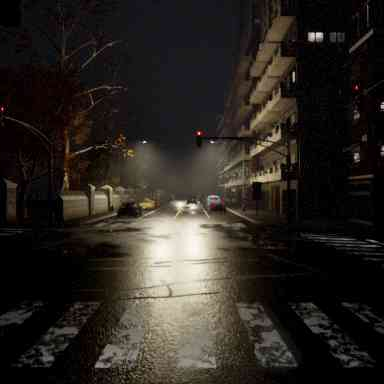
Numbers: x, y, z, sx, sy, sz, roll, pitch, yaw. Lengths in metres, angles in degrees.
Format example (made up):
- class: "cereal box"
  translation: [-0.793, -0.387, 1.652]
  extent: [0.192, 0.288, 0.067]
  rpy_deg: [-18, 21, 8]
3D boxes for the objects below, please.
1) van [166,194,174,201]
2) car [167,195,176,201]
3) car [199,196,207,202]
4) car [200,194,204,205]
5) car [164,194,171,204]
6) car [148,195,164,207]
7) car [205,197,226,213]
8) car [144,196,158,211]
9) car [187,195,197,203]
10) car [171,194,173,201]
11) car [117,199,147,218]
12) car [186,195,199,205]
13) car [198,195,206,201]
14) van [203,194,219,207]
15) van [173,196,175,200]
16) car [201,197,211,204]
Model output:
- class: "van"
  translation: [-5.690, 1.445, 87.127]
  extent: [1.690, 1.788, 3.998]
  rpy_deg: [0, 0, 0]
- class: "car"
  translation: [-5.690, 1.669, 92.757]
  extent: [2.008, 1.369, 4.403]
  rpy_deg: [0, 0, 0]
- class: "car"
  translation: [2.690, 1.635, 81.497]
  extent: [1.887, 1.381, 4.507]
  rpy_deg: [0, 0, 0]
- class: "car"
  translation: [2.692, 1.480, 53.347]
  extent: [1.967, 1.590, 4.097]
  rpy_deg: [0, 0, 0]
- class: "car"
  translation: [-5.689, 1.498, 64.608]
  extent: [1.967, 1.590, 4.097]
  rpy_deg: [0, 0, 0]
- class: "car"
  translation: [-5.688, 1.347, 47.717]
  extent: [2.192, 1.841, 5.009]
  rpy_deg: [0, 0, 0]
- class: "car"
  translation: [2.692, 1.564, 36.456]
  extent: [1.887, 1.381, 4.507]
  rpy_deg: [0, 0, 0]
- class: "car"
  translation: [-5.688, 1.550, 41.917]
  extent: [1.752, 1.417, 4.829]
  rpy_deg: [0, 0, 0]
- class: "car"
  translation: [0.000, 1.444, 69.961]
  extent: [1.837, 1.490, 4.892]
  rpy_deg: [0, 0, 0]
- class: "car"
  translation: [-5.689, 1.508, 70.237]
  extent: [1.967, 1.590, 4.097]
  rpy_deg: [0, 0, 0]
- class: "car"
  translation: [-5.688, 1.580, 30.825]
  extent: [1.947, 1.339, 4.313]
  rpy_deg: [0, 0, 0]
- class: "car"
  translation: [-0.001, 1.597, 59.542]
  extent: [2.033, 1.411, 5.357]
  rpy_deg: [0, 0, 0]
- class: "car"
  translation: [2.690, 1.544, 87.127]
  extent: [1.967, 1.590, 4.097]
  rpy_deg: [0, 0, 0]
- class: "van"
  translation: [2.693, 1.366, 42.087]
  extent: [1.690, 1.788, 3.998]
  rpy_deg: [0, 0, 0]
- class: "van"
  translation: [-5.690, 1.432, 81.498]
  extent: [1.690, 1.788, 3.998]
  rpy_deg: [0, 0, 0]
- class: "car"
  translation: [2.691, 1.602, 64.607]
  extent: [1.887, 1.381, 4.507]
  rpy_deg: [0, 0, 0]
